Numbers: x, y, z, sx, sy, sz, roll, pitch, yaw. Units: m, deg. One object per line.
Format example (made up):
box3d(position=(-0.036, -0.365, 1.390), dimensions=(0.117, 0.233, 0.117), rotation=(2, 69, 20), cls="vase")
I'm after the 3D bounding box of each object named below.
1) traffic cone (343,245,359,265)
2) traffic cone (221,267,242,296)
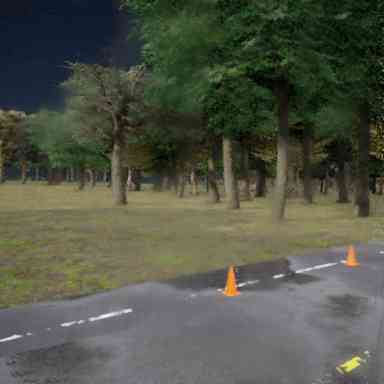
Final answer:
box3d(position=(4.917, 1.925, 10.250), dimensions=(0.340, 0.580, 0.340), rotation=(0, 0, -36), cls="traffic cone")
box3d(position=(0.873, 1.940, 7.329), dimensions=(0.340, 0.580, 0.340), rotation=(0, 0, -36), cls="traffic cone")
